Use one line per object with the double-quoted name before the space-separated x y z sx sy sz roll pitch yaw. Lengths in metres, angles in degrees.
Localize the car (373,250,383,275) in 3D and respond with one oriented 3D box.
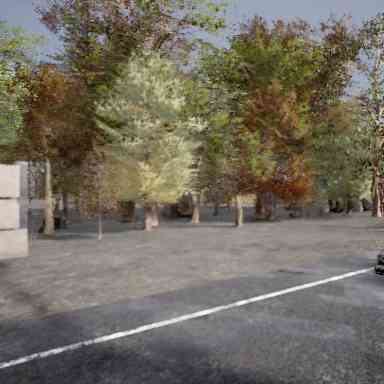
"car" 7.126 1.573 9.077 5.357 1.411 2.033 0 0 -36
